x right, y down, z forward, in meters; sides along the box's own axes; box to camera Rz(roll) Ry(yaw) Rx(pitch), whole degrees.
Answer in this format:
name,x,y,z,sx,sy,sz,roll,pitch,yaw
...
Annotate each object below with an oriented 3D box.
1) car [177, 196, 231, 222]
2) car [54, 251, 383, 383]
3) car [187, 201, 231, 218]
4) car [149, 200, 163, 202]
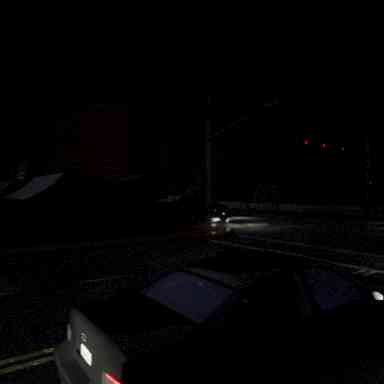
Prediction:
name,x,y,z,sx,sy,sz,roll,pitch,yaw
car,0.823,1.338,28.203,2.150,2.045,5.566,0,0,-37
car,1.068,1.571,4.546,5.357,1.411,2.033,0,0,-35
car,1.592,1.666,33.036,1.812,1.442,4.674,0,0,-37
car,-4.404,1.686,40.975,2.033,1.411,5.357,0,0,-38
